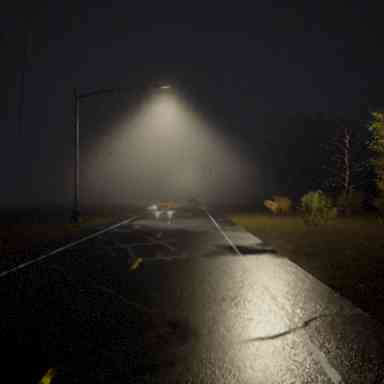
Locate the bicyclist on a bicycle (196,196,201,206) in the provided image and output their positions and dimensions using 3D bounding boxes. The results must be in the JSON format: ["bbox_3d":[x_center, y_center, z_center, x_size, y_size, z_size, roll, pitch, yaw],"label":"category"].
[{"bbox_3d":[0.949,1.600,52.052,0.866,1.612,1.509,0,0,0],"label":"bicyclist on a bicycle"}]

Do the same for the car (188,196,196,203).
[{"bbox_3d":[-0.001,1.784,75.431,1.994,1.385,4.181,0,0,0],"label":"car"}]

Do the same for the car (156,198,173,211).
[{"bbox_3d":[-3.587,1.616,44.043,1.882,1.535,5.008,0,0,0],"label":"car"}]

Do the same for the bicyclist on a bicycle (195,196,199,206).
[{"bbox_3d":[0.962,1.562,60.907,0.659,1.776,1.843,0,0,0],"label":"bicyclist on a bicycle"}]

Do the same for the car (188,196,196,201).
[{"bbox_3d":[-0.001,1.700,88.184,1.812,1.442,4.674,0,0,0],"label":"car"}]
